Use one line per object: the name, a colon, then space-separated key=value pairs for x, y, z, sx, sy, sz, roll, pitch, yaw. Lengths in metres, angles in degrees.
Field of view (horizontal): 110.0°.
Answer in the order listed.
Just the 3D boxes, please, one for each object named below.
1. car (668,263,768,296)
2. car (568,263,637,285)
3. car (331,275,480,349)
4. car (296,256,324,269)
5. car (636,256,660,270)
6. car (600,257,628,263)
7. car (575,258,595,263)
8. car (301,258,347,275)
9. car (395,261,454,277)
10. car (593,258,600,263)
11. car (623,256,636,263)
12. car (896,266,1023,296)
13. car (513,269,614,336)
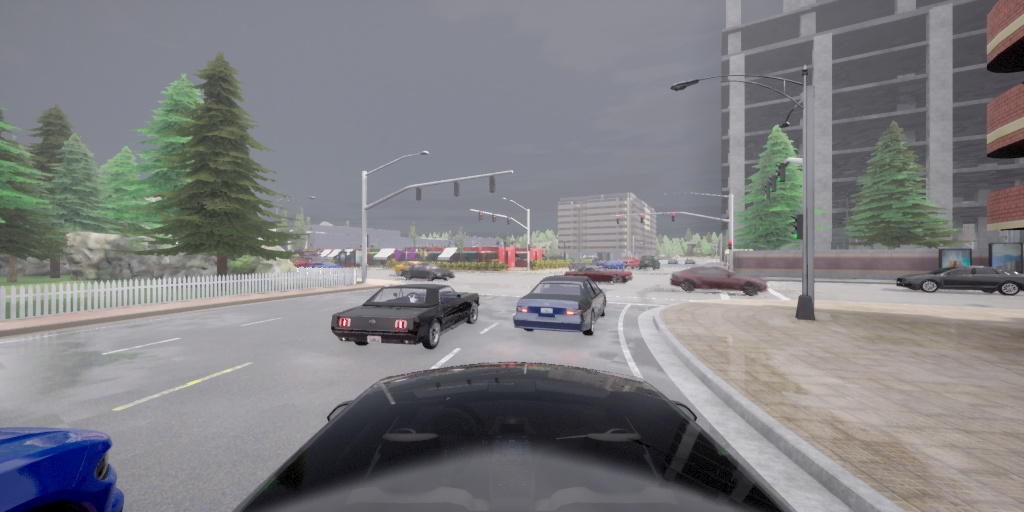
car: x=11.192 y=1.310 z=19.693 sx=4.674 sy=1.442 sz=1.812 roll=1 pitch=0 yaw=30
car: x=6.424 y=1.387 z=26.474 sx=4.718 sy=1.301 sz=1.895 roll=0 pitch=0 yaw=30
car: x=-2.278 y=1.351 z=9.211 sx=1.895 sy=1.301 sz=4.718 roll=0 pitch=0 yaw=11
car: x=-24.310 y=1.029 z=44.220 sx=5.566 sy=2.045 sz=2.150 roll=0 pitch=0 yaw=30
car: x=20.063 y=0.971 z=52.205 sx=2.150 sy=2.045 sz=5.566 roll=0 pitch=0 yaw=29
car: x=13.943 y=1.228 z=48.927 sx=1.882 sy=1.535 sz=5.008 roll=0 pitch=0 yaw=30
car: x=8.939 y=1.314 z=47.202 sx=1.994 sy=1.385 sz=4.181 roll=0 pitch=0 yaw=30
car: x=-19.279 y=1.283 z=37.271 sx=5.008 sy=1.535 sz=1.882 roll=0 pitch=0 yaw=30
car: x=-7.065 y=1.350 z=29.704 sx=5.357 sy=1.411 sz=2.033 roll=0 pitch=0 yaw=40
car: x=13.270 y=1.351 z=54.817 sx=1.895 sy=1.301 sz=4.718 roll=0 pitch=0 yaw=30
car: x=18.721 y=0.972 z=57.301 sx=2.150 sy=2.045 sz=5.566 roll=0 pitch=0 yaw=30
car: x=24.995 y=1.310 z=20.017 sx=4.892 sy=1.490 sz=1.837 roll=0 pitch=0 yaw=30
car: x=1.655 y=1.297 z=10.576 sx=2.033 sy=1.411 sz=5.357 roll=0 pitch=0 yaw=20
